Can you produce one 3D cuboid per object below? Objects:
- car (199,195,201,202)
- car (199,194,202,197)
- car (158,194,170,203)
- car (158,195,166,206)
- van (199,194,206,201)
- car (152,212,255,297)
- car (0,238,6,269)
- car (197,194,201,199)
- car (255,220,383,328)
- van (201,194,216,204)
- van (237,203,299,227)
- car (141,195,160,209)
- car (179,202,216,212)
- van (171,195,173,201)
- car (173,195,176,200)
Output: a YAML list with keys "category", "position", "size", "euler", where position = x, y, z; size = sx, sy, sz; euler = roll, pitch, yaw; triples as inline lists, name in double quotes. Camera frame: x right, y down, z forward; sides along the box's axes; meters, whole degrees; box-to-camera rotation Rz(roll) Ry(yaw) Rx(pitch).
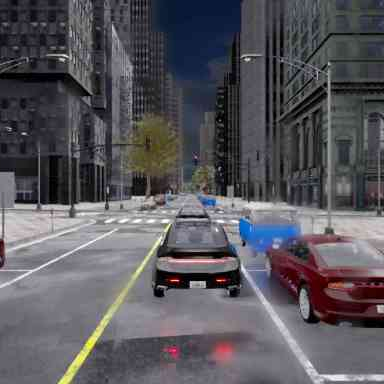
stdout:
- category: "car"
  position: [2.687, 1.595, 55.927]
  size: [1.947, 1.339, 4.313]
  euler: [0, 0, 0]
- category: "car"
  position: [2.679, 1.579, 61.340]
  size: [1.887, 1.381, 4.507]
  euler: [0, 0, 0]
- category: "car"
  position: [-5.844, 1.349, 60.974]
  size: [2.192, 1.841, 5.009]
  euler: [0, 0, 0]
- category: "car"
  position: [-5.838, 1.574, 55.684]
  size: [1.887, 1.381, 4.507]
  euler: [0, 0, 0]
- category: "van"
  position: [2.650, 1.404, 82.994]
  size: [1.690, 1.788, 3.998]
  euler: [0, 0, 0]
- category: "car"
  position: [0.089, 1.492, 8.542]
  size: [2.128, 1.511, 4.902]
  euler: [0, 0, 0]
- category: "car"
  position: [-5.786, 1.545, 7.011]
  size: [1.887, 1.381, 4.507]
  euler: [0, 0, 0]
- category: "car"
  position: [2.664, 1.599, 72.167]
  size: [2.008, 1.369, 4.403]
  euler: [0, 0, 0]
- category: "car"
  position: [2.769, 1.545, 7.004]
  size: [1.887, 1.381, 4.507]
  euler: [0, 0, 0]
- category: "van"
  position: [2.695, 1.365, 50.514]
  size: [1.690, 1.788, 3.998]
  euler: [0, 0, 0]
- category: "van"
  position: [2.763, 1.343, 12.530]
  size: [1.690, 1.788, 3.998]
  euler: [0, 0, 0]
- category: "car"
  position: [-5.829, 1.545, 44.934]
  size: [1.752, 1.417, 4.829]
  euler: [0, 0, 0]
- category: "car"
  position: [0.061, 1.495, 17.928]
  size: [2.128, 1.511, 4.902]
  euler: [0, 0, 1]
- category: "van"
  position: [-5.867, 1.395, 76.840]
  size: [1.690, 1.788, 3.998]
  euler: [0, 0, 0]
- category: "car"
  position: [-5.882, 1.636, 87.417]
  size: [1.947, 1.339, 4.313]
  euler: [0, 0, 0]
